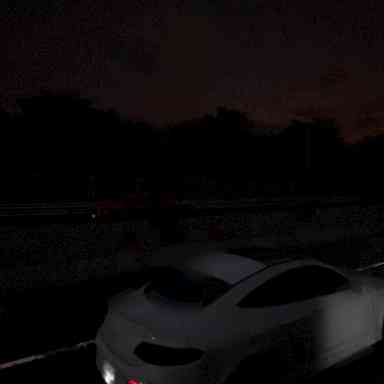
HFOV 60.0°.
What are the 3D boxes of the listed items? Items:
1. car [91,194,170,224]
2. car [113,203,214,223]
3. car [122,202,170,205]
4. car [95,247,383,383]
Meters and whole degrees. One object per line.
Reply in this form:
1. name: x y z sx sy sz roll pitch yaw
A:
1. car: -3.969 1.160 22.646 5.566 2.045 2.150 0 0 -35
2. car: -1.032 1.452 16.144 4.892 1.490 1.837 0 0 -35
3. car: -1.704 1.500 19.961 4.181 1.385 1.994 0 0 -35
4. car: 1.083 1.504 4.515 4.674 1.442 1.812 0 0 -35
